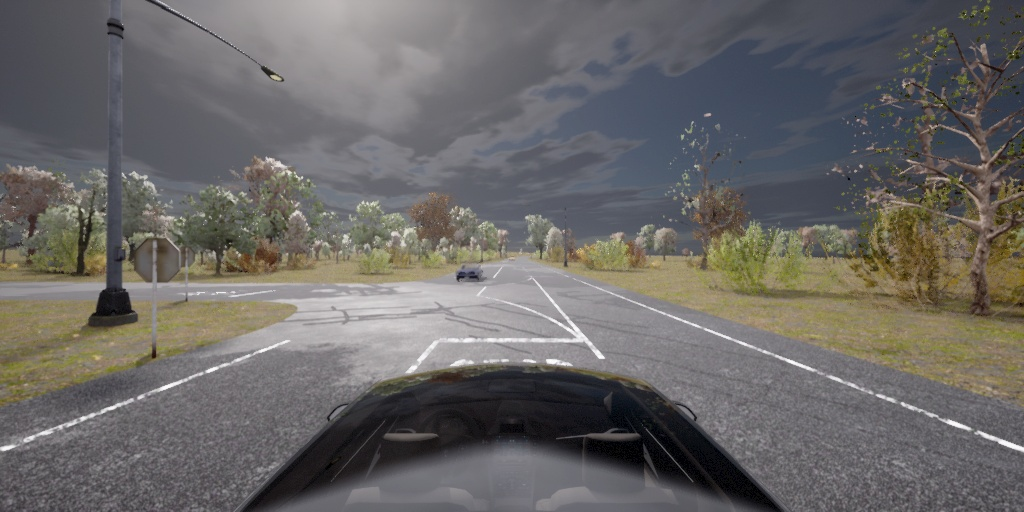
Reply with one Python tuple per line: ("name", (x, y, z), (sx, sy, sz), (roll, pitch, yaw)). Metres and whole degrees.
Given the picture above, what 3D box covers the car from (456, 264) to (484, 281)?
("car", (-3.412, 1.327, 29.364), (1.895, 1.301, 4.718), (0, 0, 0))
